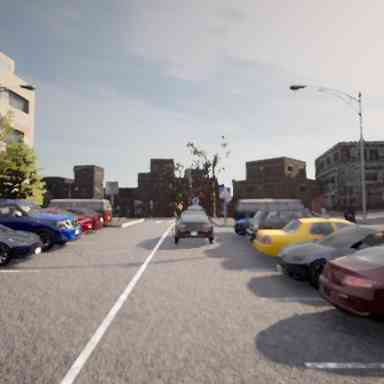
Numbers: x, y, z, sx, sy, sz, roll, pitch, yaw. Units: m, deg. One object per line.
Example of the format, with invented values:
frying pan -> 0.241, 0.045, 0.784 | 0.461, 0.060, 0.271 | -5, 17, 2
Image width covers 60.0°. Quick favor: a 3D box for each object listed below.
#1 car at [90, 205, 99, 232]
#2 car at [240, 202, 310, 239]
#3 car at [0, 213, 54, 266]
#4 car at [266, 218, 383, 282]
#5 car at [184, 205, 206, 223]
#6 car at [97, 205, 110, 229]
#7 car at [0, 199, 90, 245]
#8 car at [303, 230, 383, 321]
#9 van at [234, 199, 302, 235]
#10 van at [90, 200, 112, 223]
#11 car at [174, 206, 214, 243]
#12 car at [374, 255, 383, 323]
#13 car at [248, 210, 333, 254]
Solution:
car -> -7.651, 1.610, 16.837 | 5.008, 1.535, 2.097 | 0, 0, 0
car -> 4.648, 1.462, 14.368 | 4.553, 1.767, 2.185 | 0, -1, 0
car -> -7.622, 1.594, 11.309 | 4.792, 1.488, 2.163 | 0, 0, 0
car -> 4.650, 1.575, 8.657 | 4.792, 1.488, 2.163 | 0, 0, 0
car -> 0.333, 2.074, 31.816 | 1.882, 1.535, 5.008 | 0, -3, 3
car -> -7.681, 1.681, 19.668 | 4.792, 1.488, 2.163 | 0, -1, 0
car -> -7.623, 1.334, 14.105 | 5.566, 2.045, 2.435 | 0, 0, 0
car -> 4.676, 1.565, 5.867 | 4.674, 1.452, 2.002 | 0, 0, 0
van -> 4.795, 1.431, 19.935 | 4.442, 1.987, 1.878 | 0, -1, 0
van -> -7.769, 1.489, 22.459 | 4.442, 1.987, 1.878 | 0, -1, 0
car -> 0.093, 1.657, 16.841 | 1.812, 1.442, 4.674 | 0, 0, 0
car -> 4.677, 1.545, 3.200 | 4.674, 1.452, 2.002 | 0, 0, 0
car -> 4.864, 1.563, 11.449 | 5.366, 1.575, 1.946 | 0, 0, 0
